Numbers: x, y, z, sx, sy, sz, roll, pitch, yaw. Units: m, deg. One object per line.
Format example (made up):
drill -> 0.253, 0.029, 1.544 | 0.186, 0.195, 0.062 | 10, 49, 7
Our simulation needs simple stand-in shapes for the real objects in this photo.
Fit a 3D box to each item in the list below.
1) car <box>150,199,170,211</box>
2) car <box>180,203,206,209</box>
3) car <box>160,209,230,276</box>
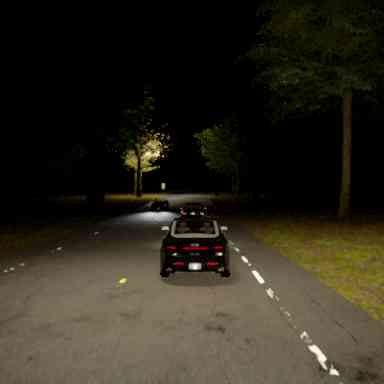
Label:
car -> -3.586, 1.432, 37.776 | 1.895, 1.301, 4.718 | 0, 1, 0
car -> 0.093, 1.526, 25.512 | 2.033, 1.411, 5.357 | 0, 0, 0
car -> 0.084, 1.508, 10.370 | 1.837, 1.490, 4.892 | 0, 0, 0
